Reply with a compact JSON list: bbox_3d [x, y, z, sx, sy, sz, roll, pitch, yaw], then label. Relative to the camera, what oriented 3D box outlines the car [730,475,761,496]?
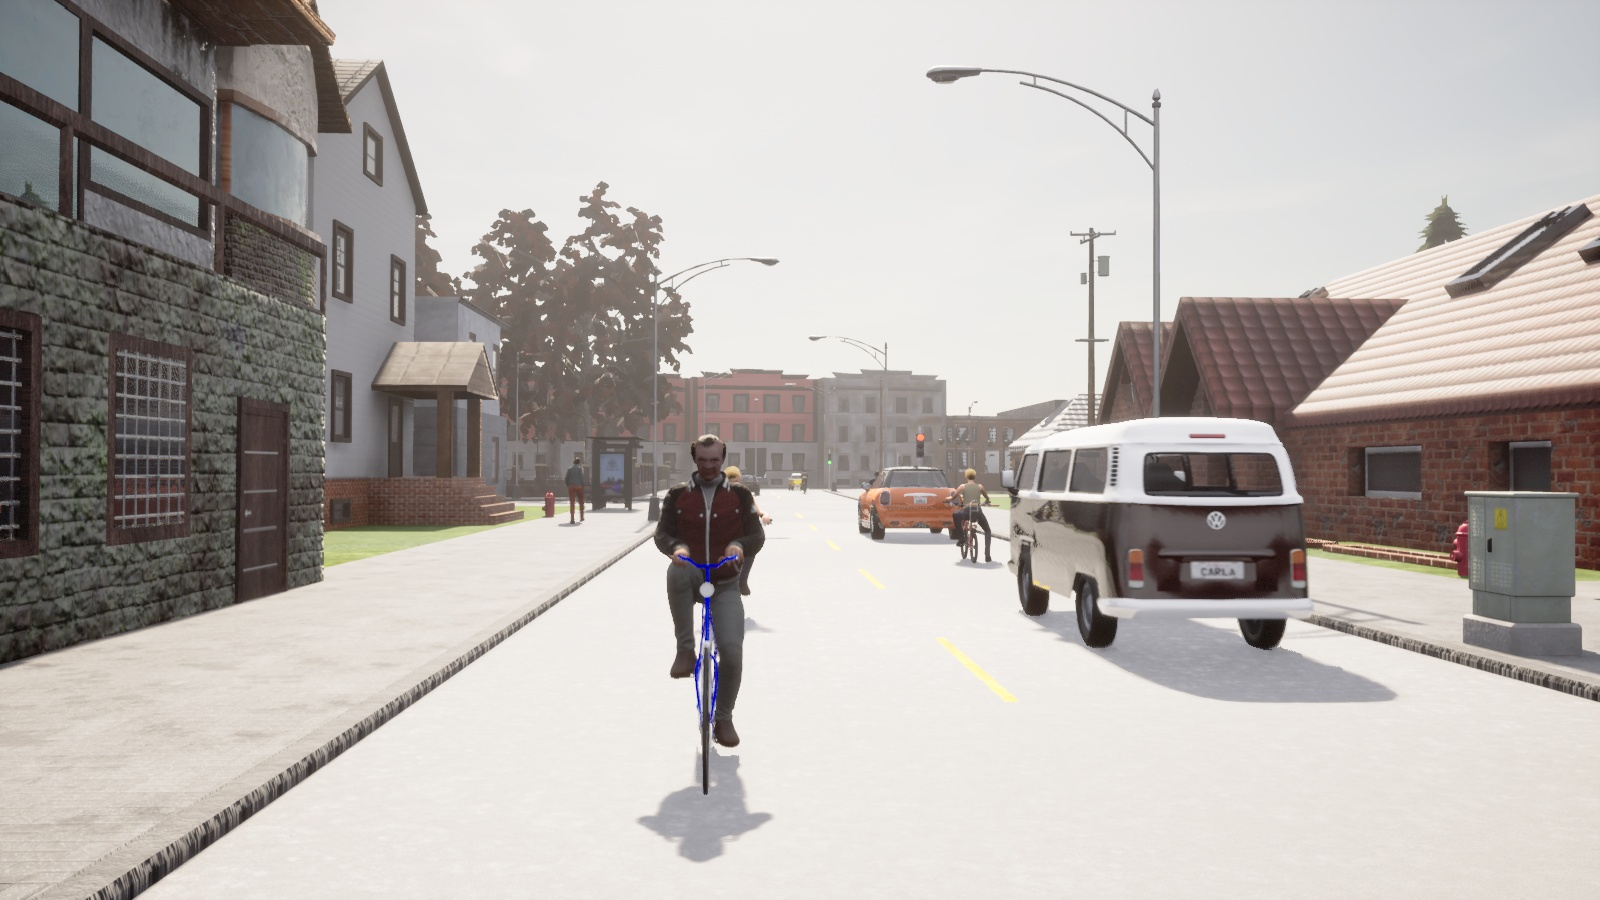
[{"bbox_3d":[-3.554,2.286,80.992,1.895,1.301,4.718,0,-1,-4],"label":"car"}]

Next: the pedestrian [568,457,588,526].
[{"bbox_3d":[-6.052,1.122,34.245,0.353,1.847,0.614,0,-1,8],"label":"pedestrian"}]

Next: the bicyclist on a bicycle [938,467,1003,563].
[{"bbox_3d":[2.947,1.105,21.817,0.866,1.612,1.509,0,-1,-2],"label":"bicyclist on a bicycle"}]

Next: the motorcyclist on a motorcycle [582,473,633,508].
[{"bbox_3d":[-8.737,1.840,57.063,2.191,1.530,0.866,0,-1,0],"label":"motorcyclist on a motorcycle"}]

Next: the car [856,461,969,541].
[{"bbox_3d":[2.603,1.169,30.248,2.097,1.767,4.553,0,-1,-3],"label":"car"}]

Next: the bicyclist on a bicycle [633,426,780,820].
[{"bbox_3d":[-0.481,0.798,6.618,0.659,1.776,1.843,0,-1,-4],"label":"bicyclist on a bicycle"}]

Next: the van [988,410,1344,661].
[{"bbox_3d":[3.329,0.734,12.502,2.069,2.038,4.480,0,-1,-2],"label":"van"}]
